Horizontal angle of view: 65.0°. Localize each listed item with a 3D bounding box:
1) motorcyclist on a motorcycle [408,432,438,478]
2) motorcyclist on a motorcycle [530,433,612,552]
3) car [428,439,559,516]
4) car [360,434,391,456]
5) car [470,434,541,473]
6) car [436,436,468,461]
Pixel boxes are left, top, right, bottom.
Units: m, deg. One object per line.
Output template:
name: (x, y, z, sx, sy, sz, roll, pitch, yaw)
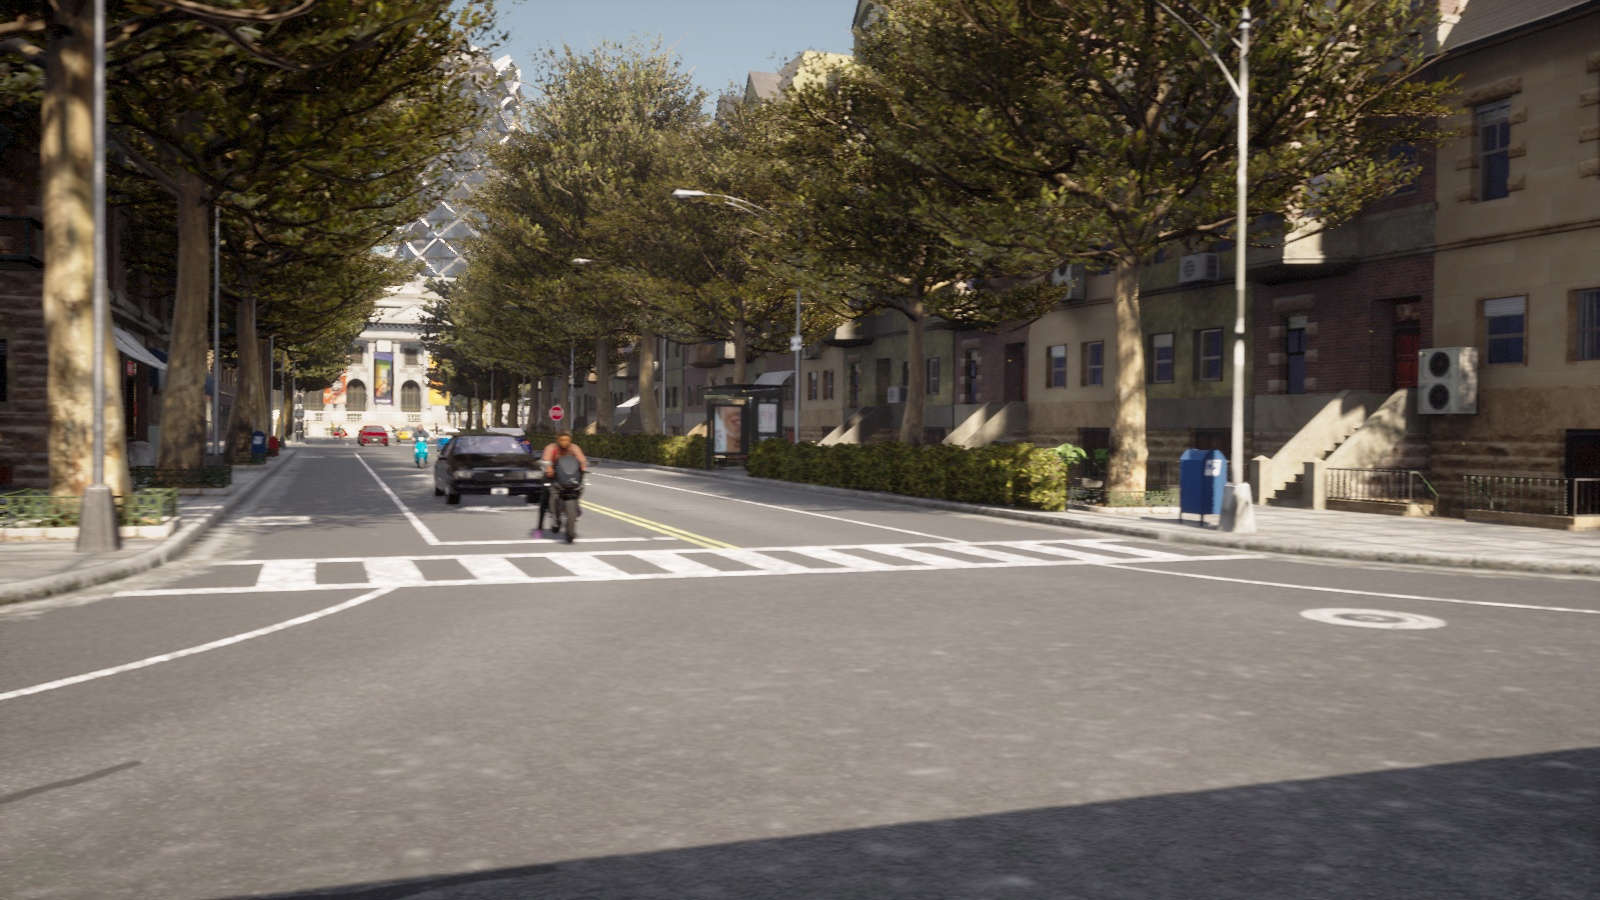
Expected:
motorcyclist on a motorcycle: (-13.432, 0.169, 44.733, 0.866, 1.590, 1.817, -1, 1, -21)
motorcyclist on a motorcycle: (-3.172, 0.534, 17.246, 0.797, 1.523, 2.044, -1, 1, -19)
car: (-6.544, 0.487, 26.380, 2.033, 1.411, 5.357, -1, 1, -21)
car: (-30.741, -0.370, 90.868, 1.882, 1.535, 5.008, -1, 1, -21)
car: (-11.928, 0.102, 50.689, 2.163, 1.488, 4.792, -1, 1, -21)
car: (-19.865, -0.098, 71.626, 1.481, 1.376, 2.207, -1, 1, -23)
